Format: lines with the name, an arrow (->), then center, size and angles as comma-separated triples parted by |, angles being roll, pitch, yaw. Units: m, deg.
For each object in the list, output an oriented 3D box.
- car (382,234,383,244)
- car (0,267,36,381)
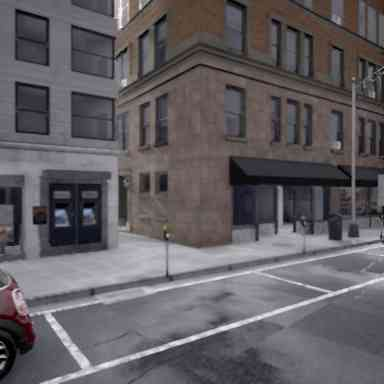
car -> 9.288, 1.524, 13.160 | 4.829, 1.417, 1.752 | 0, 0, -36
car -> -4.069, 1.440, 3.632 | 4.097, 1.590, 1.967 | 0, 0, -36
